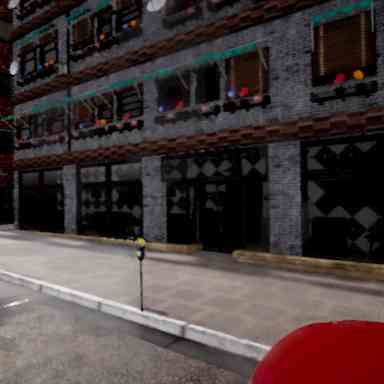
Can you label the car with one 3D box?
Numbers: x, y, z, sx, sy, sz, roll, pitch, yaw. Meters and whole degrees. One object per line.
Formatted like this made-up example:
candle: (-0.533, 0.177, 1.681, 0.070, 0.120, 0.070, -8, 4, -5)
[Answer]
car: (2.528, 1.317, 1.094, 5.009, 1.841, 2.192, 0, -1, 36)
